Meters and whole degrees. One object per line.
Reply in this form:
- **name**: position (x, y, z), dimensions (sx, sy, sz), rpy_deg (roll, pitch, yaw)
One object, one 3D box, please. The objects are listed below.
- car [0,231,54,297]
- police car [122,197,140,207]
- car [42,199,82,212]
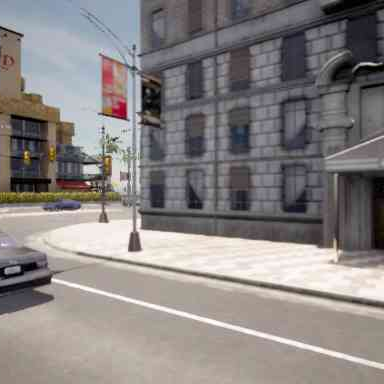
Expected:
- **car**: position (-5.502, 1.564, 7.902), dimensions (5.357, 1.411, 2.033), rpy_deg (0, 0, 36)
- **police car**: position (-9.225, 1.570, 54.418), dimensions (2.038, 1.542, 4.974), rpy_deg (0, 0, 36)
- **car**: position (-15.501, 1.590, 39.899), dimensions (1.812, 1.442, 4.674), rpy_deg (0, 0, 36)
